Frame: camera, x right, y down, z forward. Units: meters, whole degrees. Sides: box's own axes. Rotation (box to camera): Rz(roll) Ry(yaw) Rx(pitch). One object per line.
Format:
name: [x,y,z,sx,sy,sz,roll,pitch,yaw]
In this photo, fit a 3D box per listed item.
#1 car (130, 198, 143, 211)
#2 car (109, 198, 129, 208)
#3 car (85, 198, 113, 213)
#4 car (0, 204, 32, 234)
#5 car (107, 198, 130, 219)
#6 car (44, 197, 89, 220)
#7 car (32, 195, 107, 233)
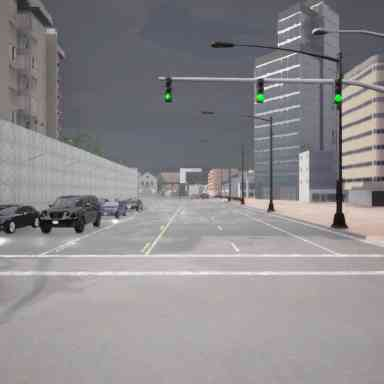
car: [-7.107,1.491,40.046,2.128,1.511,4.902,0,0,0]
car: [-10.576,1.601,48.377,1.895,1.301,4.718,0,0,0]
car: [-10.609,1.505,38.317,1.837,1.490,4.892,0,0,0]
car: [-10.608,1.505,19.432,1.837,1.490,4.892,0,0,0]
car: [-7.111,1.526,29.704,1.812,1.442,4.674,0,0,0]
car: [-10.611,1.352,28.499,2.097,1.767,4.553,0,0,0]
car: [-7.105,1.221,20.063,2.150,2.045,5.566,0,0,0]
